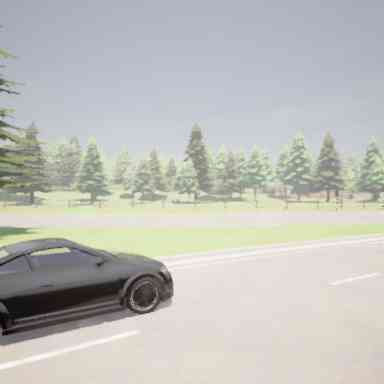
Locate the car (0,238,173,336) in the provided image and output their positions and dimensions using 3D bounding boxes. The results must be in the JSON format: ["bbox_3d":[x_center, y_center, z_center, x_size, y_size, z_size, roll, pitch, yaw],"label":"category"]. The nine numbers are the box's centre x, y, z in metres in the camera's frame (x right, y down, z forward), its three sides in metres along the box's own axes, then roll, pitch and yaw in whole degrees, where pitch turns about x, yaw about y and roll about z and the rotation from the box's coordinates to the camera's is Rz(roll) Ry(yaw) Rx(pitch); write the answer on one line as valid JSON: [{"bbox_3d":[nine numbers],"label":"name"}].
[{"bbox_3d":[-2.436,1.574,6.207,4.181,1.385,1.994,0,0,-35],"label":"car"}]
